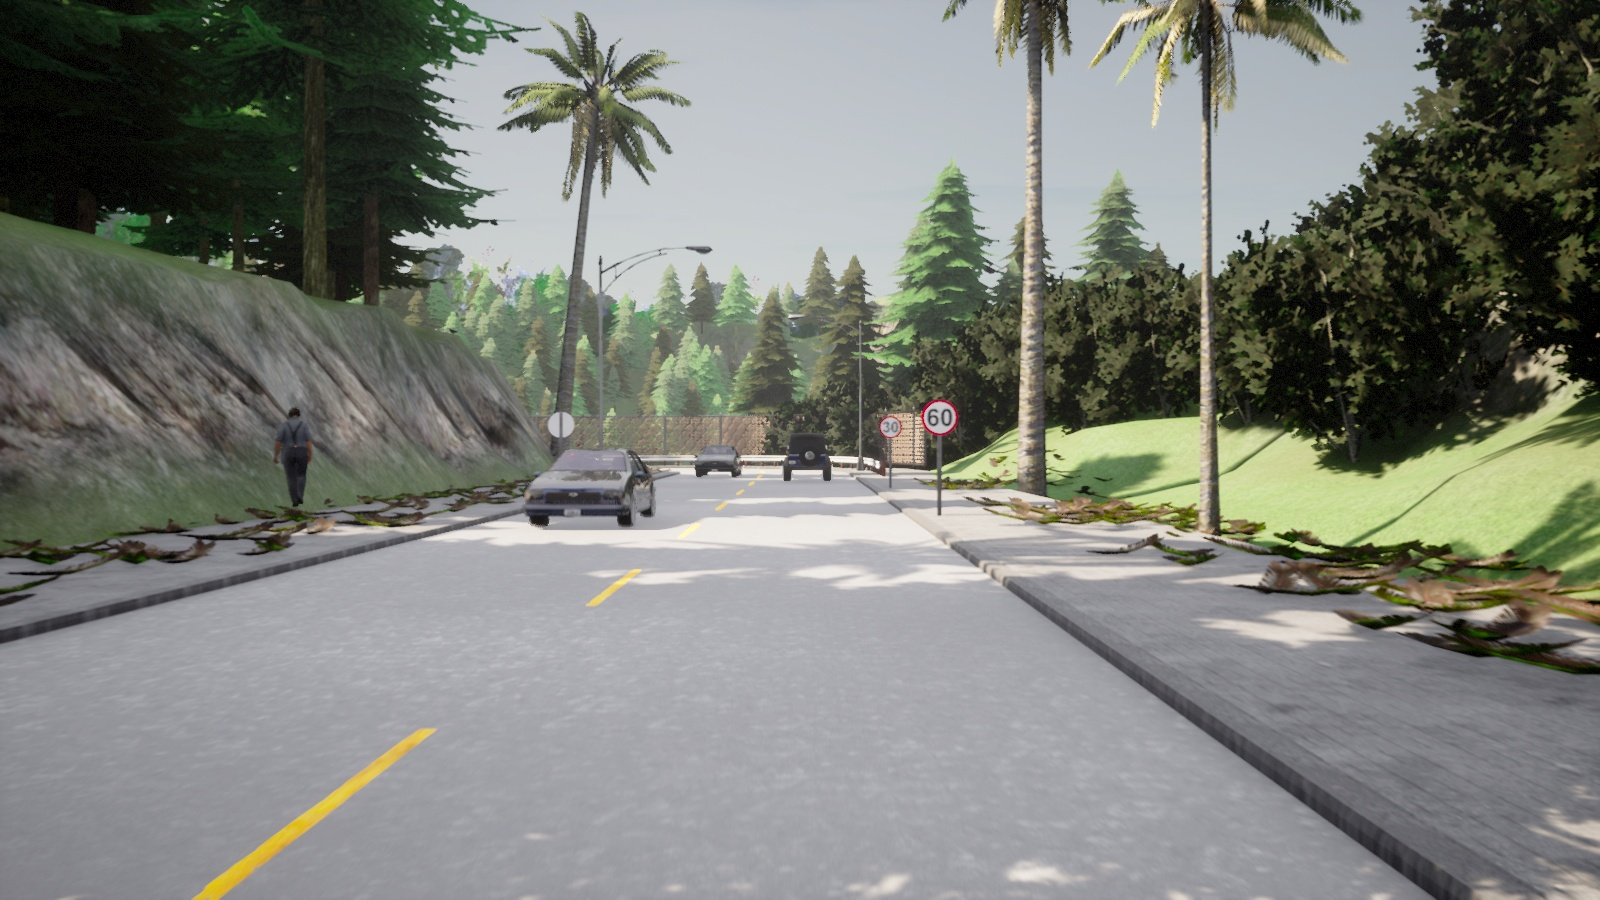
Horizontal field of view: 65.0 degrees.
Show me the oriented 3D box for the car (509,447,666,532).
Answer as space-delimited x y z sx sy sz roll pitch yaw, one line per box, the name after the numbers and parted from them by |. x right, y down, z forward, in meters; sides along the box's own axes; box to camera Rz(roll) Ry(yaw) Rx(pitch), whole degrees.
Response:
-3.855 0.657 23.740 2.033 1.411 5.357 0 0 0 | car

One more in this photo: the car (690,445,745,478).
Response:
-3.623 0.474 56.278 2.033 1.411 5.357 0 0 1 | car

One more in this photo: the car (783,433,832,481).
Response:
0.291 0.257 50.621 1.905 1.878 3.866 0 0 0 | car

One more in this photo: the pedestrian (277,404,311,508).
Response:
-9.171 0.111 22.755 0.540 1.848 0.694 0 0 -23 | pedestrian
